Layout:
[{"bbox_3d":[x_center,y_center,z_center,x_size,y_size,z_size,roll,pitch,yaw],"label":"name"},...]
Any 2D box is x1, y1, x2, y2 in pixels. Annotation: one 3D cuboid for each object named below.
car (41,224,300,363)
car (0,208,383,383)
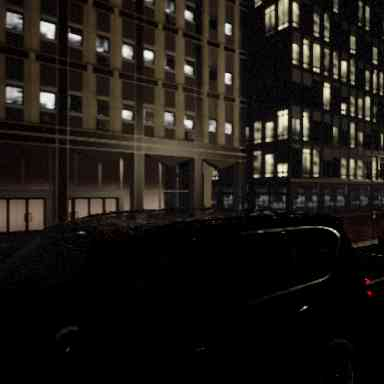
[{"bbox_3d":[-0.146,1.525,6.455,4.829,1.417,1.752,0,0,-36],"label":"car"},{"bbox_3d":[-0.561,1.221,2.979,5.566,2.045,2.150,0,0,-36],"label":"car"}]
